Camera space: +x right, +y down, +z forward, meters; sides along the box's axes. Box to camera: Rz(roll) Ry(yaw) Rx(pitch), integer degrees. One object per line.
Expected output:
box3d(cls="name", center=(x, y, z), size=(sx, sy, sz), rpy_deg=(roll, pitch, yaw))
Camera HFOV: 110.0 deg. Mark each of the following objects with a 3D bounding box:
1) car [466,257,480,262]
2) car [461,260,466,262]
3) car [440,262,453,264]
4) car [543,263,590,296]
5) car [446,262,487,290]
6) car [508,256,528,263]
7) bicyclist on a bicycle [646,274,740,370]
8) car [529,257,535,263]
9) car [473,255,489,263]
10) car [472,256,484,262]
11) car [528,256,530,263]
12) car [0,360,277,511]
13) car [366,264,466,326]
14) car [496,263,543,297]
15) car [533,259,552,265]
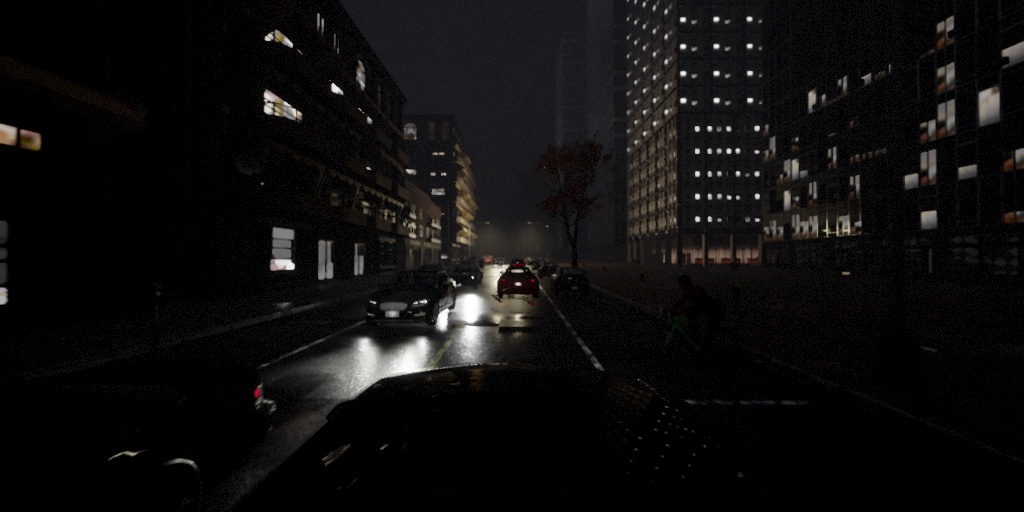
box3d(cls="car", center=(-5.172, 1.123, 40.964), size=(1.948, 1.339, 4.313), rpy_deg=(0, 0, 1))
box3d(cls="car", center=(-5.325, 1.159, 29.826), size=(2.007, 1.370, 4.403), rpy_deg=(0, 0, 1))
box3d(cls="car", center=(-5.401, 1.200, 24.257), size=(1.948, 1.339, 4.313), rpy_deg=(0, 0, 1))
box3d(cls="car", center=(2.903, 1.223, 18.572), size=(2.007, 1.370, 4.403), rpy_deg=(0, 0, 1))
box3d(cls="car", center=(-2.835, 1.250, 21.786), size=(1.895, 1.301, 4.718), rpy_deg=(0, 0, 1))
box3d(cls="car", center=(0.609, 1.072, 40.936), size=(1.837, 1.490, 4.892), rpy_deg=(0, 1, 1))
box3d(cls="bicyclist on a bicycle", center=(3.178, 1.151, 6.295), size=(1.656, 1.620, 0.582), rpy_deg=(0, 0, 1))
box3d(cls="car", center=(3.210, 1.094, 41.019), size=(1.751, 1.417, 4.829), rpy_deg=(0, 0, 1))
box3d(cls="car", center=(-5.019, 0.821, 52.103), size=(2.192, 1.841, 5.009), rpy_deg=(0, 0, 1))
box3d(cls="car", center=(-5.098, 1.057, 46.363), size=(1.751, 1.417, 4.829), rpy_deg=(0, 0, 1))
box3d(cls="car", center=(3.437, 1.044, 57.556), size=(2.007, 1.370, 4.403), rpy_deg=(0, 0, 1))
box3d(cls="car", center=(-3.129, 1.297, 0.927), size=(2.033, 1.411, 5.357), rpy_deg=(0, 0, 1))
box3d(cls="car", center=(-2.982, 1.190, 11.506), size=(2.128, 1.511, 4.902), rpy_deg=(0, 0, 1))
box3d(cls="car", center=(0.308, 1.235, 18.153), size=(1.994, 1.385, 4.181), rpy_deg=(0, 0, 1))
box3d(cls="car", center=(3.055, 1.171, 29.710), size=(2.007, 1.370, 4.403), rpy_deg=(0, 0, 1))
